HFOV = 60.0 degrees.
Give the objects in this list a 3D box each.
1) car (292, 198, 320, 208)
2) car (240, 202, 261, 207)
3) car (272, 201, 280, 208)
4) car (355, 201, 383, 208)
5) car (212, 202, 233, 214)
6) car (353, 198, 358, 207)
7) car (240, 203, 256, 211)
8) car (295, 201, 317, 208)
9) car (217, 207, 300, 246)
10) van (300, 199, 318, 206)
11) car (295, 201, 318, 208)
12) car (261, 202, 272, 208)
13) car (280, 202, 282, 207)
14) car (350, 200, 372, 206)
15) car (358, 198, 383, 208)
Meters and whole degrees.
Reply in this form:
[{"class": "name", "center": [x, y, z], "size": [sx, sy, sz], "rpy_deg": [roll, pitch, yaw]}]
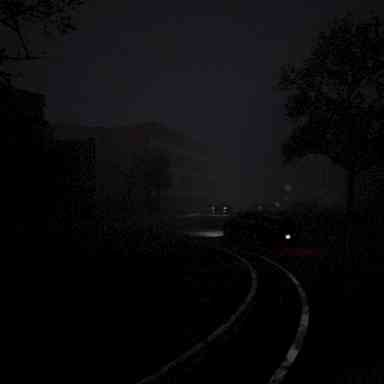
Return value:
[{"class": "car", "center": [23.976, 2.413, 70.351], "size": [5.566, 2.045, 2.435], "rpy_deg": [-1, -1, 21]}, {"class": "car", "center": [7.964, 2.341, 46.923], "size": [1.882, 1.535, 5.008], "rpy_deg": [-1, -1, 22]}, {"class": "car", "center": [15.769, 2.779, 66.724], "size": [1.994, 1.385, 4.181], "rpy_deg": [-1, -1, 22]}, {"class": "car", "center": [37.801, 2.638, 71.207], "size": [4.892, 1.521, 2.231], "rpy_deg": [-1, -1, 21]}, {"class": "car", "center": [4.472, 2.235, 47.394], "size": [2.097, 1.767, 4.553], "rpy_deg": [-1, -1, 22]}, {"class": "car", "center": [36.805, 2.342, 68.702], "size": [5.566, 2.045, 2.435], "rpy_deg": [-1, -1, 21]}, {"class": "car", "center": [10.526, 2.722, 62.414], "size": [1.994, 1.385, 4.181], "rpy_deg": [-1, -1, 22]}, {"class": "car", "center": [25.009, 2.751, 72.975], "size": [4.674, 1.452, 2.002], "rpy_deg": [-1, -1, 21]}, {"class": "car", "center": [3.230, 1.678, 16.421], "size": [1.837, 1.490, 4.892], "rpy_deg": [1, -1, -21]}, {"class": "van", "center": [31.171, 2.752, 88.774], "size": [4.442, 1.987, 1.878], "rpy_deg": [-1, -1, 21]}, {"class": "car", "center": [26.016, 2.758, 75.618], "size": [5.008, 1.535, 2.097], "rpy_deg": [-1, -1, 21]}, {"class": "car", "center": [11.925, 2.555, 57.039], "size": [1.837, 1.490, 4.892], "rpy_deg": [-1, -1, 22]}, {"class": "car", "center": [19.441, 2.728, 76.036], "size": [1.812, 1.442, 4.674], "rpy_deg": [-1, -1, 21]}, {"class": "car", "center": [42.858, 2.887, 84.386], "size": [4.792, 1.488, 2.163], "rpy_deg": [-1, -1, 21]}, {"class": "car", "center": [34.710, 2.363, 63.313], "size": [4.553, 1.767, 2.185], "rpy_deg": [-1, 0, 21]}]
